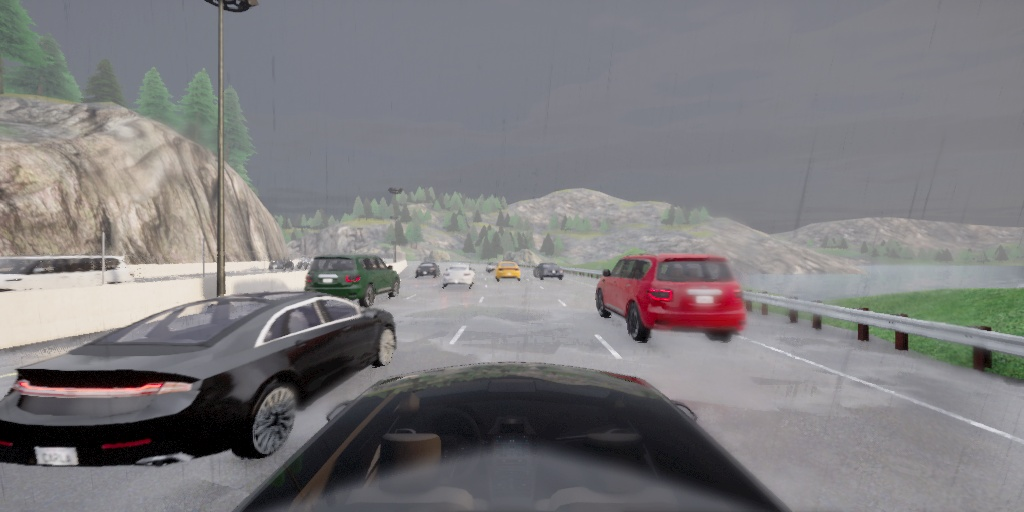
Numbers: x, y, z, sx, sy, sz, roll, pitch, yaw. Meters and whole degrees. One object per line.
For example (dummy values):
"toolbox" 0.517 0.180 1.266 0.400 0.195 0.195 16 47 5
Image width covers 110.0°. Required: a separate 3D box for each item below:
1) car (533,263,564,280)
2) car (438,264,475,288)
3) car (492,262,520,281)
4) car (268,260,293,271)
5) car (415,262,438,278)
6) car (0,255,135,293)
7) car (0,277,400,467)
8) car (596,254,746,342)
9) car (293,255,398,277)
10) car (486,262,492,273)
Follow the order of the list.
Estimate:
"car" 3.032 1.295 30.779 2.033 1.411 5.357 0 0 -5
"car" -3.439 1.273 23.618 1.812 1.442 4.674 0 0 -3
"car" -0.464 1.225 30.225 1.882 1.535 5.008 0 0 -5
"car" -31.996 1.249 49.735 2.128 1.511 4.902 0 0 -13
"car" -7.836 1.273 33.503 1.812 1.442 4.674 0 0 -6
"car" -17.260 0.970 13.051 2.150 2.045 5.566 0 0 -1
"car" -3.215 1.240 5.029 2.128 1.511 4.902 0 0 2
"car" 3.916 0.971 9.910 2.150 2.045 5.566 0 0 1
"car" -6.594 0.970 15.416 2.150 2.045 5.566 0 0 -1
"car" -2.095 1.347 42.935 1.895 1.301 4.718 0 0 -9
